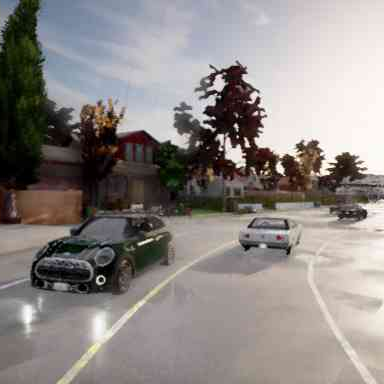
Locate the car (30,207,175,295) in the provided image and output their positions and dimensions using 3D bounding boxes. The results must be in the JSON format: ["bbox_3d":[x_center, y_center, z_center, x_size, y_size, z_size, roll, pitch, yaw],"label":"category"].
[{"bbox_3d":[-2.068,1.352,8.952,2.097,1.767,4.553,1,0,16],"label":"car"}]

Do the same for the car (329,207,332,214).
[{"bbox_3d":[19.209,2.133,43.012,1.895,1.301,4.718,0,-1,37],"label":"car"}]

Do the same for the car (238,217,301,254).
[{"bbox_3d":[3.488,1.691,14.109,1.895,1.301,4.718,0,0,24],"label":"car"}]

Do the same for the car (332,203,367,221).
[{"bbox_3d":[15.246,1.936,31.507,2.033,1.411,5.357,0,-1,36],"label":"car"}]
